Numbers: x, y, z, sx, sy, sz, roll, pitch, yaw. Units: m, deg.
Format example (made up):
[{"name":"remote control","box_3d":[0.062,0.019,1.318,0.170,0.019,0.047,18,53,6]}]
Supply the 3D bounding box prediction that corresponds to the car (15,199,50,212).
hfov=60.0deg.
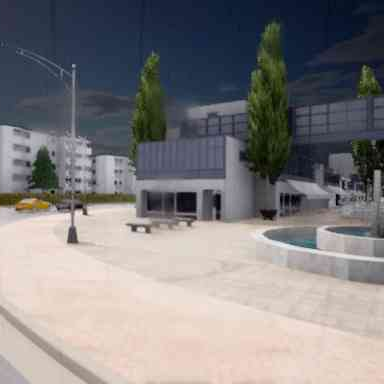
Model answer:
[{"name":"car","box_3d":[-18.575,1.517,39.210,1.882,1.535,5.008,0,0,10]}]

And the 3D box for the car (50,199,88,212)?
[{"name":"car","box_3d":[-14.637,1.571,40.794,2.128,1.511,4.902,0,0,13]}]
